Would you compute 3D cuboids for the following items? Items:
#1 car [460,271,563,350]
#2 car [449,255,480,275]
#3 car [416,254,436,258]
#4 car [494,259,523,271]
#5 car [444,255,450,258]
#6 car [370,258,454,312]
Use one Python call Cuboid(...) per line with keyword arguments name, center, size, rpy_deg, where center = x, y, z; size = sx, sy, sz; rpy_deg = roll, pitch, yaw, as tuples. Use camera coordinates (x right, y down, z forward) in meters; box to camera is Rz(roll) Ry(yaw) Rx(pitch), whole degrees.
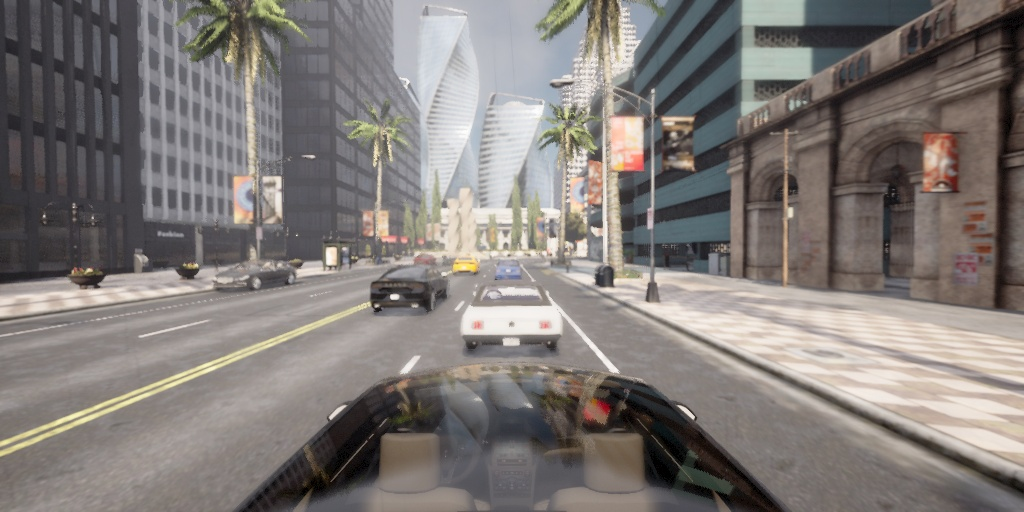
Cuboid(name="car", center=(-0.021, 1.227, 8.694), size=(1.895, 1.301, 4.718), rpy_deg=(0, 1, 0))
Cuboid(name="car", center=(-3.812, 0.730, 30.766), size=(1.882, 1.535, 5.008), rpy_deg=(0, 1, -1))
Cuboid(name="car", center=(-10.933, 0.504, 45.327), size=(1.882, 1.535, 5.008), rpy_deg=(0, 1, 2))
Cuboid(name="car", center=(-0.243, 0.897, 24.370), size=(2.033, 1.411, 5.357), rpy_deg=(0, 1, 0))
Cuboid(name="car", center=(-7.452, 0.582, 44.891), size=(1.994, 1.385, 4.181), rpy_deg=(0, 1, 2))
Cuboid(name="car", center=(-3.573, 1.038, 13.304), size=(1.882, 1.535, 5.008), rpy_deg=(0, 1, -1))
